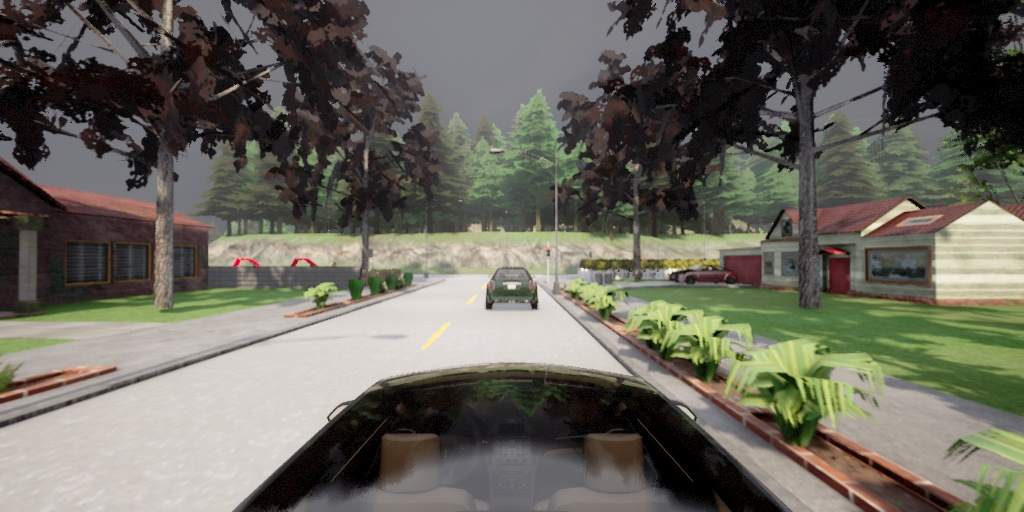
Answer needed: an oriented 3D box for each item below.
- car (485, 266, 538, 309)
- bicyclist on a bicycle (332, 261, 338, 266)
[{"bbox_3d":[-0.005,1.235,15.942,2.097,1.767,4.553,0,-1,0],"label":"car"},{"bbox_3d":[-24.072,1.545,48.722,0.582,1.620,1.656,0,0,0],"label":"bicyclist on a bicycle"}]
